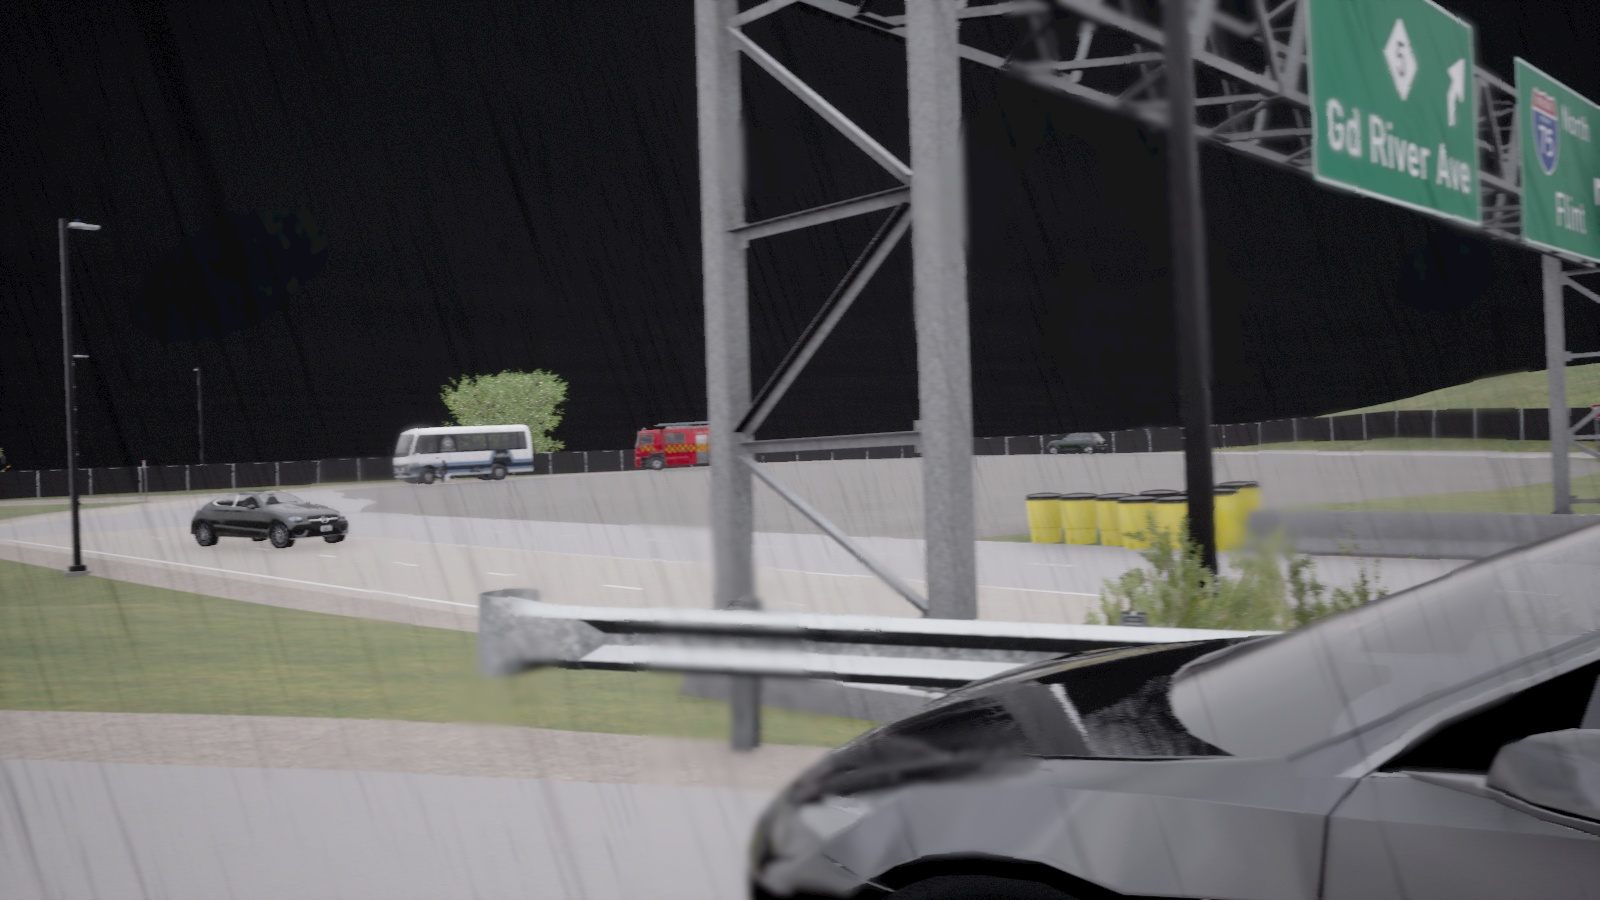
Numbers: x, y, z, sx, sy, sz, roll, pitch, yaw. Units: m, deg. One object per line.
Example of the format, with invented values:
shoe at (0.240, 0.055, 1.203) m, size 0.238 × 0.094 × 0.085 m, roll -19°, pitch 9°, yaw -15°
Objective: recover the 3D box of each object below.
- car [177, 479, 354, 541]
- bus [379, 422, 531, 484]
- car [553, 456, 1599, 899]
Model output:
car at (-15.929, 1.743, 37.390) m, size 5.027 × 1.651 × 2.152 m, roll -1°, pitch 1°, yaw 28°
bus at (-26.242, 0.179, 95.818) m, size 10.273 × 4.253 × 3.944 m, roll -3°, pitch 0°, yaw -38°
car at (2.132, 0.789, 2.594) m, size 4.792 × 1.488 × 2.163 m, roll 0°, pitch 1°, yaw 23°
